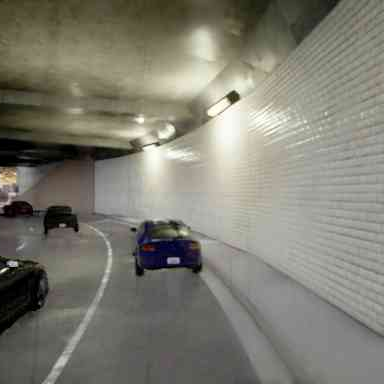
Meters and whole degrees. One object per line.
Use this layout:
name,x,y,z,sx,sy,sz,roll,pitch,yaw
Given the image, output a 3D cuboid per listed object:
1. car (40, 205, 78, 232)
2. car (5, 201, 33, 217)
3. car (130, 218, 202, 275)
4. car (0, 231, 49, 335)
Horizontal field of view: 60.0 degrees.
car,-8.130,1.585,20.418,1.837,1.490,4.892,0,-1,-25
car,-17.748,1.634,33.884,1.882,1.535,5.008,0,0,-40
car,-0.924,1.550,10.526,1.812,1.442,4.674,0,0,-12
car,-3.820,1.594,5.138,1.994,1.385,4.181,0,0,-4
